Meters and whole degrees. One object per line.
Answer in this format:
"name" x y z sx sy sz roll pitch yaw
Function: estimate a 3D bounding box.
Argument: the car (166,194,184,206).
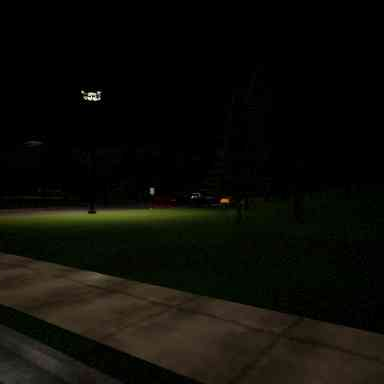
"car" -1.641 1.505 55.794 1.837 1.490 4.892 0 0 37

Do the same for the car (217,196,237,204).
"car" 7.225 1.478 62.062 1.882 1.535 5.008 0 0 36

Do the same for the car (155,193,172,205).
"car" -4.150 1.221 58.277 2.150 2.045 5.566 0 0 36

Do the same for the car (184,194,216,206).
"car" 1.397 1.478 54.010 1.882 1.535 5.008 0 0 37
